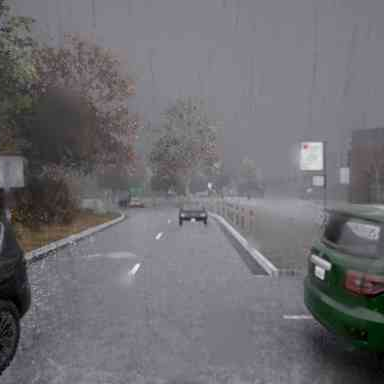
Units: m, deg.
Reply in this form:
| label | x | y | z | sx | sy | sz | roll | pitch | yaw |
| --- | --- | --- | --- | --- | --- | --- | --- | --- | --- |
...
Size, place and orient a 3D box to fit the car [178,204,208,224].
| label | x | y | z | sx | sy | sz | roll | pitch | yaw |
| --- | --- | --- | --- | --- | --- | --- | --- | --- | --- |
| car | 0.004 | 1.460 | 23.164 | 1.895 | 1.301 | 4.718 | 0 | 0 | -2 |

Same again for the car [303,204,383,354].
| label | x | y | z | sx | sy | sz | roll | pitch | yaw |
| --- | --- | --- | --- | --- | --- | --- | --- | --- | --- |
| car | 4.445 | 1.206 | 4.602 | 5.566 | 2.045 | 2.435 | 0 | 0 | 0 |

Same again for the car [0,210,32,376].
| label | x | y | z | sx | sy | sz | roll | pitch | yaw |
| --- | --- | --- | --- | --- | --- | --- | --- | --- | --- |
| car | -3.349 | 1.210 | 2.476 | 2.150 | 2.045 | 5.566 | 0 | 0 | 0 |

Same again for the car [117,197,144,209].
| label | x | y | z | sx | sy | sz | roll | pitch | yaw |
| --- | --- | --- | --- | --- | --- | --- | --- | --- | --- |
| car | -7.519 | 1.265 | 40.396 | 1.994 | 1.385 | 4.181 | 0 | 0 | -37 |
